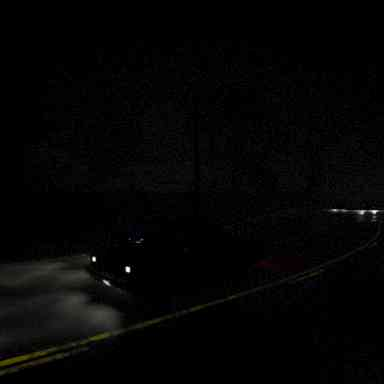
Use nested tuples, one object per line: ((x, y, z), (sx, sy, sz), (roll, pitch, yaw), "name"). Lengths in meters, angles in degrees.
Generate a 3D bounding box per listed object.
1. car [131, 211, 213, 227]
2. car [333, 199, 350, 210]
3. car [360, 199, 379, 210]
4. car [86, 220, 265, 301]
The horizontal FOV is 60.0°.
((-0.820, 1.544, 12.931), (1.882, 1.535, 5.008), (0, 0, 44), "car")
((21.365, 1.761, 47.455), (2.033, 1.411, 5.357), (-1, 0, 31), "car")
((24.039, 1.680, 45.080), (1.837, 1.490, 4.892), (-1, -1, 31), "car")
((-0.198, 1.638, 8.627), (4.718, 1.301, 1.895), (0, 0, -43), "car")
